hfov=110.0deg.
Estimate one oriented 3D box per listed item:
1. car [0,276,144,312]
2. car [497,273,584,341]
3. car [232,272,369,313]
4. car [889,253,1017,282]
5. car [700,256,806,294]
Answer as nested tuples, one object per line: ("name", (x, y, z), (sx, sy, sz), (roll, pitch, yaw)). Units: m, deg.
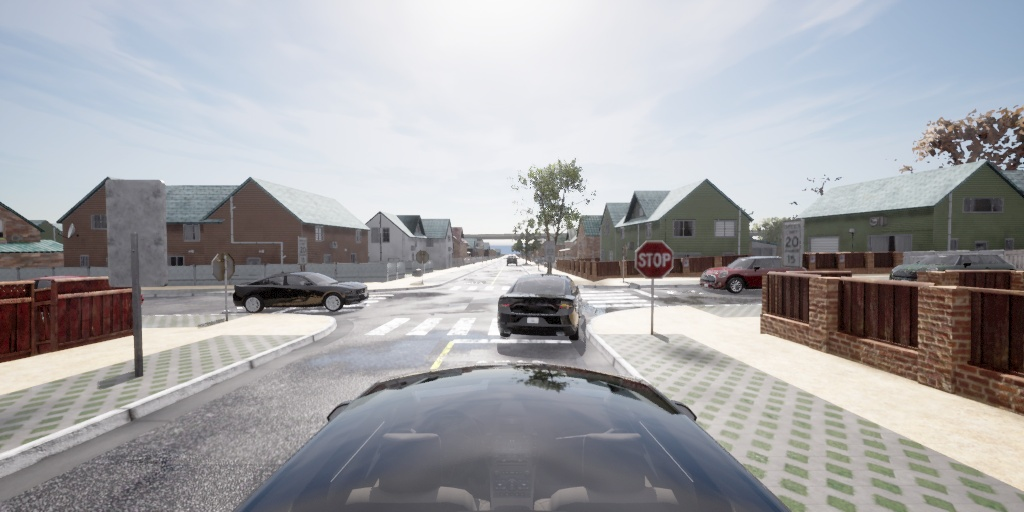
("car", (-18.020, 1.547, 14.542), (5.008, 1.535, 1.882), (-1, 2, 0))
("car", (0.958, 1.225, 10.077), (1.882, 1.535, 5.008), (0, 0, 12))
("car", (-8.467, 1.377, 14.604), (5.008, 1.535, 1.882), (-1, 2, 0))
("car", (21.703, 0.646, 17.756), (4.553, 1.767, 2.097), (-1, 2, 0))
("car", (11.808, 0.820, 17.686), (4.553, 1.767, 2.097), (-1, 2, 0))
